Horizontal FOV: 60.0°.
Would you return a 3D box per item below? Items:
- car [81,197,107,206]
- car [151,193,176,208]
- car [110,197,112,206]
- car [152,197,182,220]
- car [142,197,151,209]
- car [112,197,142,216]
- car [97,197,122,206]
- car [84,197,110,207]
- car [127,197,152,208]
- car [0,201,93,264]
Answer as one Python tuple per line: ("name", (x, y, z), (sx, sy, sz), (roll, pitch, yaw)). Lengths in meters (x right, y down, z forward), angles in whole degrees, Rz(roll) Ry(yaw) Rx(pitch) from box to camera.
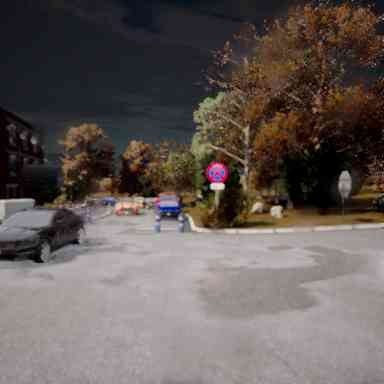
("car", (-18.498, 1.750, 62.676), (4.892, 1.521, 2.231), (-3, -1, 40))
("car", (-2.482, 1.162, 33.095), (2.435, 2.045, 5.566), (0, -1, -9))
("car", (-10.784, 1.538, 54.099), (2.231, 1.521, 4.892), (-1, 0, -37))
("car", (-1.873, 1.387, 27.130), (2.097, 1.535, 5.008), (0, 0, -4))
("car", (-5.404, 1.487, 44.145), (2.231, 1.521, 4.892), (0, 0, -21))
("car", (-6.001, 1.252, 31.201), (2.097, 1.767, 4.553), (0, 0, -9))
("car", (-14.487, 1.619, 58.404), (2.097, 1.535, 5.008), (-1, 1, -43))
("car", (-15.433, 1.701, 54.251), (1.994, 1.385, 4.181), (-1, -1, -37))
("car", (-7.830, 1.515, 49.347), (2.097, 1.535, 5.008), (0, 0, -29))
("car", (-5.198, 1.289, 11.333), (1.882, 1.535, 5.008), (0, 1, 0))
